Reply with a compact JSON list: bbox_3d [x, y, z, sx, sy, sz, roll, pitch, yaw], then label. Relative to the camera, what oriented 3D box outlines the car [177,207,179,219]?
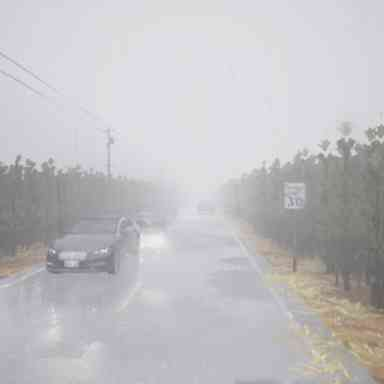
[{"bbox_3d":[-2.141,1.494,26.752,1.994,1.385,4.181,0,0,2],"label":"car"}]

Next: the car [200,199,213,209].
[{"bbox_3d":[2.125,1.780,49.922,1.812,1.442,4.674,0,0,2],"label":"car"}]

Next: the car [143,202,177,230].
[{"bbox_3d":[-2.431,1.604,22.009,2.128,1.511,4.902,0,0,3],"label":"car"}]

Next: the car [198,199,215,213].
[{"bbox_3d":[1.717,1.768,39.923,1.994,1.385,4.181,0,0,2],"label":"car"}]

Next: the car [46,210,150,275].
[{"bbox_3d":[-2.912,1.547,10.777,2.128,1.511,4.902,0,0,2],"label":"car"}]
